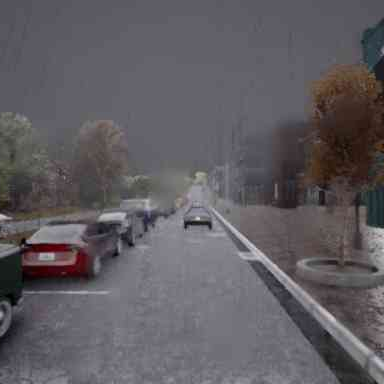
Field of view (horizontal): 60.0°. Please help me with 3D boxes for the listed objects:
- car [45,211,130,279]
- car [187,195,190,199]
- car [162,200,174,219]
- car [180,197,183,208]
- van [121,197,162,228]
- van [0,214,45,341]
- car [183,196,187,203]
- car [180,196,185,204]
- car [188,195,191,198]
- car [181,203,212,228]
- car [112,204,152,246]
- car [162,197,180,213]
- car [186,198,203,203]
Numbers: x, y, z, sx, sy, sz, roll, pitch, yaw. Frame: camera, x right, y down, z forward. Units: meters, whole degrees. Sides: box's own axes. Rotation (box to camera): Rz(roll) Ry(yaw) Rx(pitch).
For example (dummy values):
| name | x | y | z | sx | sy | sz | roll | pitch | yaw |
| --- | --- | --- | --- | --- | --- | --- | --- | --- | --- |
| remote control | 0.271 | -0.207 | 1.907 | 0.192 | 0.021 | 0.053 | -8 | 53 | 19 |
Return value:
| name | x | y | z | sx | sy | sz | roll | pitch | yaw |
| --- | --- | --- | --- | --- | --- | --- | --- | --- | --- |
| car | -3.549 | 1.590 | 10.412 | 2.163 | 1.488 | 4.792 | 0 | 1 | -1 |
| car | -2.400 | 2.195 | 82.476 | 2.097 | 1.535 | 5.008 | 0 | 0 | 3 |
| car | -3.194 | 1.798 | 32.575 | 2.002 | 1.452 | 4.674 | 0 | -1 | 1 |
| car | -2.929 | 1.881 | 49.202 | 2.097 | 1.535 | 5.008 | 0 | 0 | 3 |
| van | -3.364 | 1.445 | 21.608 | 1.878 | 1.987 | 4.442 | 0 | -1 | 3 |
| van | -3.650 | 1.281 | 3.902 | 1.878 | 1.987 | 4.442 | 0 | 1 | -2 |
| car | -2.670 | 2.036 | 65.000 | 1.946 | 1.575 | 5.366 | 0 | 0 | 3 |
| car | -2.841 | 1.943 | 54.749 | 2.097 | 1.535 | 5.008 | 0 | 0 | 3 |
| car | -2.256 | 1.999 | 91.430 | 2.435 | 2.045 | 5.566 | 0 | -1 | 3 |
| car | 0.423 | 1.750 | 23.930 | 1.994 | 1.385 | 4.181 | 0 | 0 | 1 |
| car | -3.460 | 1.604 | 15.922 | 2.231 | 1.521 | 4.892 | 0 | 1 | -1 |
| car | -3.087 | 1.575 | 39.321 | 2.435 | 2.045 | 5.566 | 0 | 0 | 2 |
| car | 0.700 | 1.875 | 41.510 | 2.033 | 1.411 | 5.357 | 0 | -1 | 1 |
